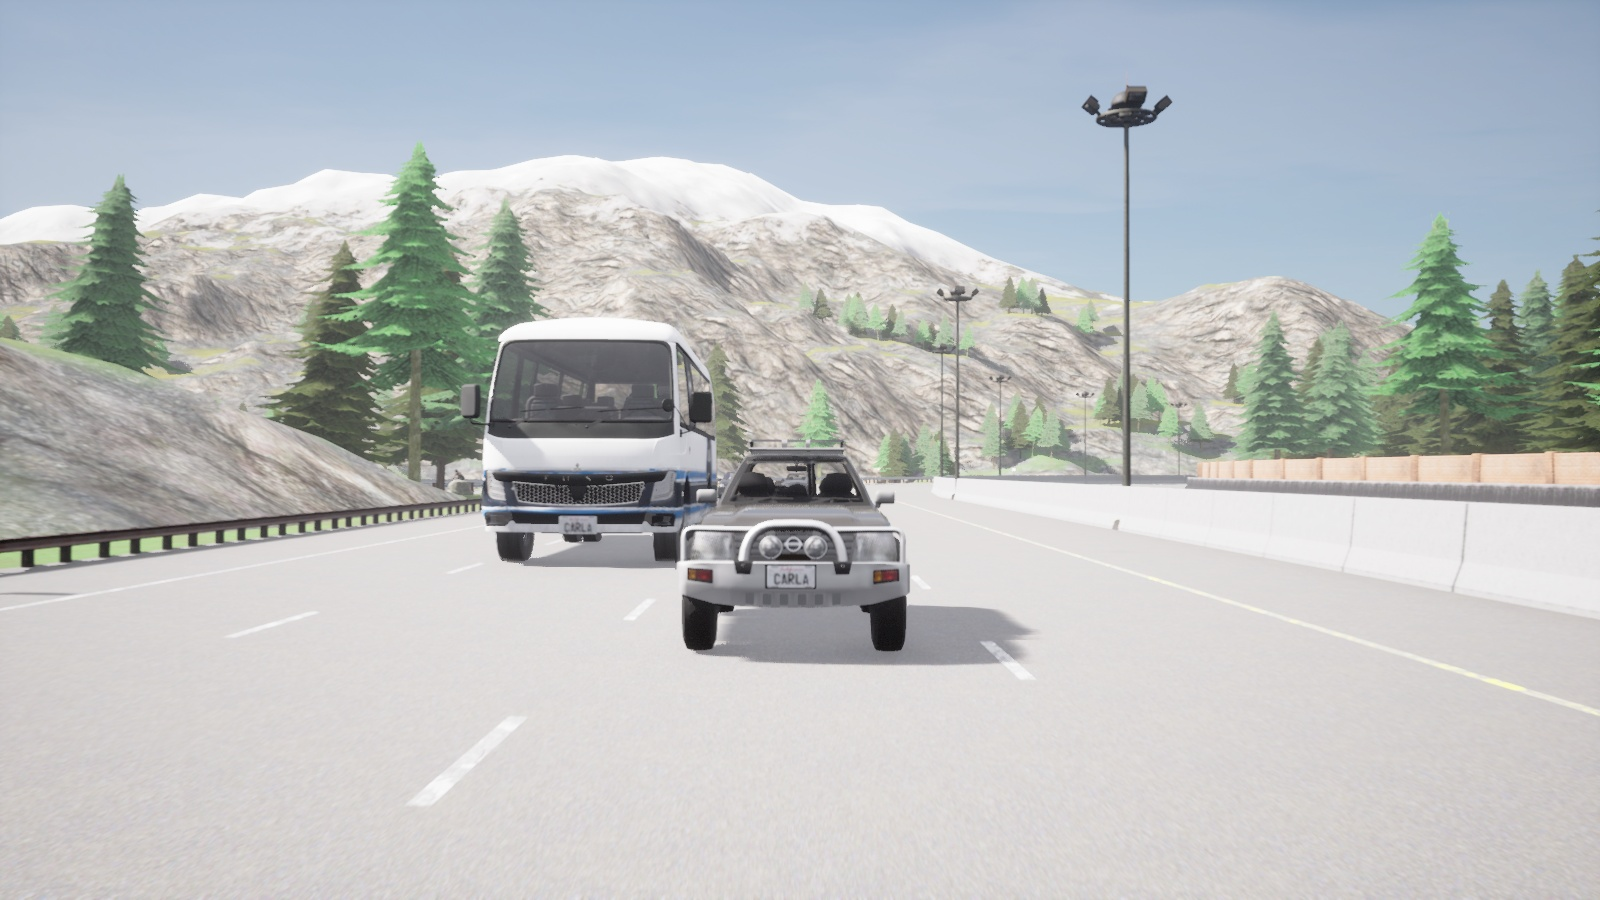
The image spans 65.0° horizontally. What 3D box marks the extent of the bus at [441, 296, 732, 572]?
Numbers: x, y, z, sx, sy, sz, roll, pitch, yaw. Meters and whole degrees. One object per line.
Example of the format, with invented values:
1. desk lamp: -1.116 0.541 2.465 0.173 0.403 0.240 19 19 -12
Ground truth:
1. bus: -3.565 -0.138 24.497 3.944 4.253 10.273 0 -1 0

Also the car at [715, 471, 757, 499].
1. car: -3.645 1.998 72.426 2.128 1.511 4.902 0 -1 1

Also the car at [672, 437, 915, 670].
1. car: -0.027 0.835 12.346 1.932 1.855 4.605 0 0 1
